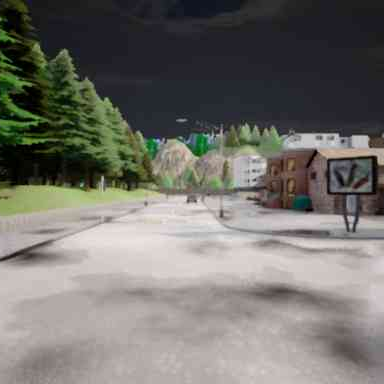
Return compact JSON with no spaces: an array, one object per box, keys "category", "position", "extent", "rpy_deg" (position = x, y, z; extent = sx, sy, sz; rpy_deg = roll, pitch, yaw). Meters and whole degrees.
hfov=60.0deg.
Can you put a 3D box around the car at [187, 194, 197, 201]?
[{"category":"car","position":[-0.006,1.102,69.344],"extent":[1.837,1.490,4.892],"rpy_deg":[0,0,0]}]

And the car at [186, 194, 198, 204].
[{"category":"car","position":[-0.005,1.283,58.924],"extent":[2.128,1.511,4.902],"rpy_deg":[0,0,0]}]
